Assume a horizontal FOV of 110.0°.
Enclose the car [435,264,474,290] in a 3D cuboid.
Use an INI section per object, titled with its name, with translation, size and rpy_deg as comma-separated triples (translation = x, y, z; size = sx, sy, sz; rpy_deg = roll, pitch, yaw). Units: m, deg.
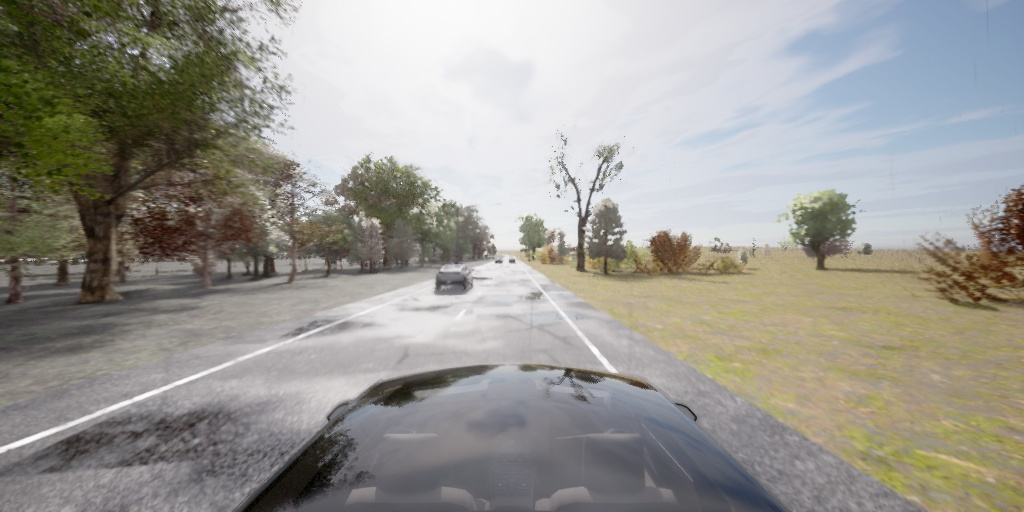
[car]
translation = -3.491, 1.249, 22.315
size = 2.128, 1.511, 4.902
rpy_deg = 0, 0, 0
